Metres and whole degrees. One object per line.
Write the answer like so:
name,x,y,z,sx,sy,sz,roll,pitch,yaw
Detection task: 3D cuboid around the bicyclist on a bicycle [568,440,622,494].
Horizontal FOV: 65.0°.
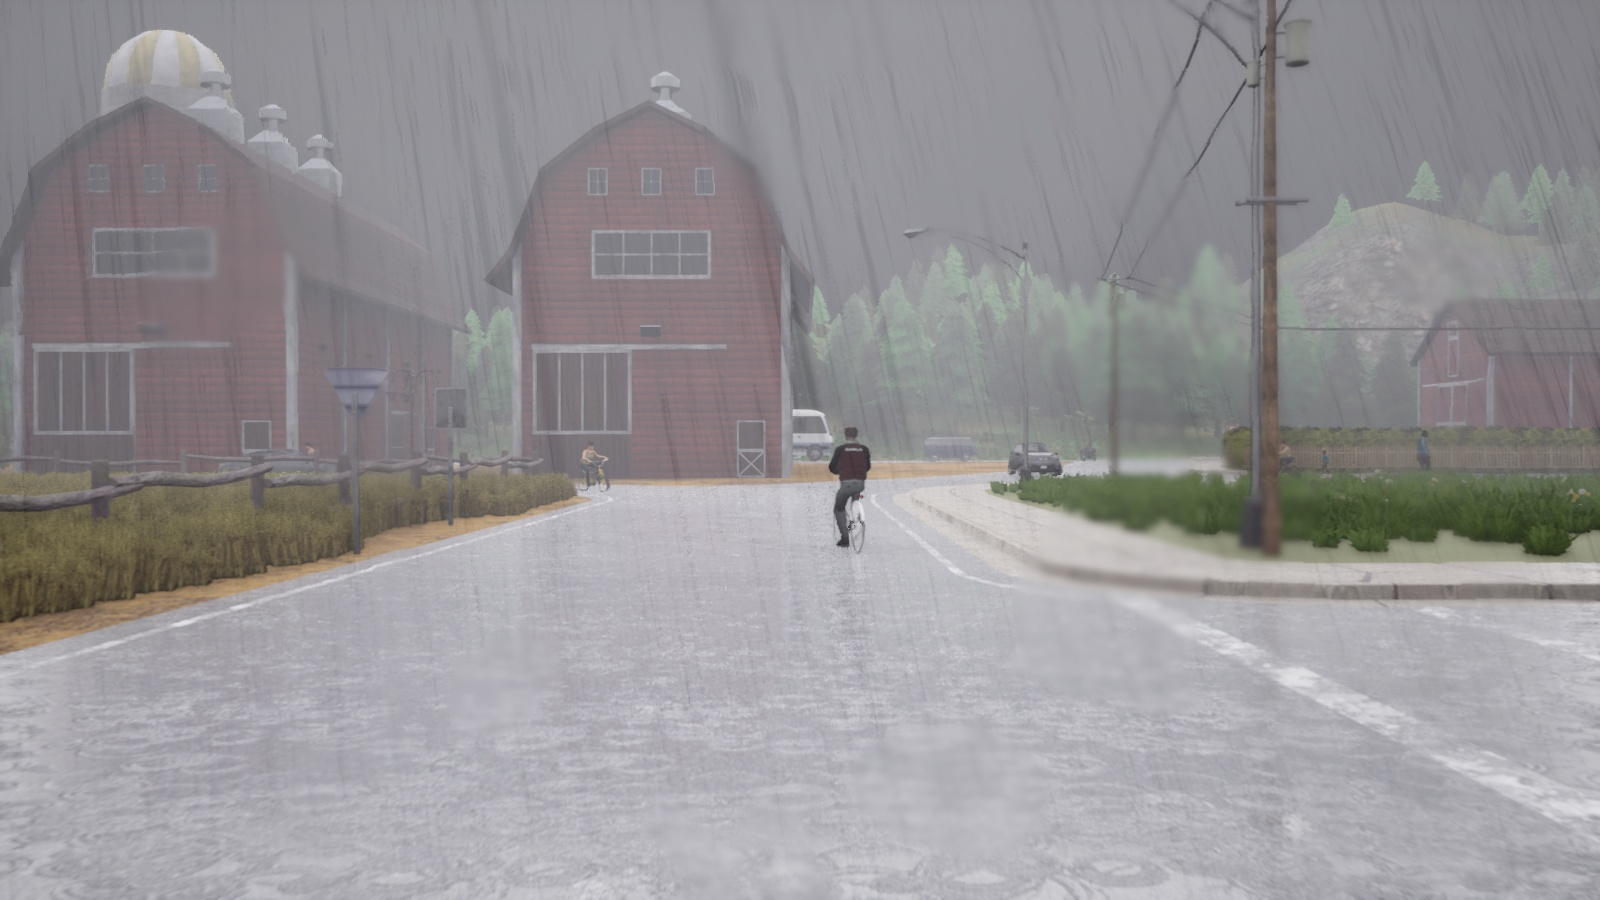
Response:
bicyclist on a bicycle,-6.440,0.517,39.482,1.509,1.612,0.866,0,2,41

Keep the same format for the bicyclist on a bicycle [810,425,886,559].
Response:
bicyclist on a bicycle,0.647,0.546,17.573,0.659,1.776,1.843,0,0,-11

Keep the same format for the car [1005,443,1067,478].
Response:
car,10.477,0.453,56.023,1.845,1.501,3.633,-1,0,-4

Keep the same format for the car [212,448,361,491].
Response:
car,-17.062,0.627,41.867,4.181,1.385,1.994,0,0,-3

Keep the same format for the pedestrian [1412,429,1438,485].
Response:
pedestrian,21.901,0.241,43.987,0.692,1.930,0.396,0,0,-1
